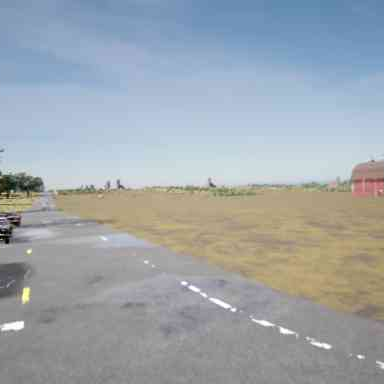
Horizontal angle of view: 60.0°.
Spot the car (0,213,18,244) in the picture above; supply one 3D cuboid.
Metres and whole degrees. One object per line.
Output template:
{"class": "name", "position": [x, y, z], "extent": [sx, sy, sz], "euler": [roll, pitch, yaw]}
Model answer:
{"class": "car", "position": [-10.874, 2.080, 18.188], "extent": [1.895, 1.301, 4.718], "euler": [-3, 0, -25]}

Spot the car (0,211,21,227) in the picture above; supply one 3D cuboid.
{"class": "car", "position": [-15.920, 2.338, 28.859], "extent": [1.895, 1.301, 4.718], "euler": [-3, 0, -25]}
